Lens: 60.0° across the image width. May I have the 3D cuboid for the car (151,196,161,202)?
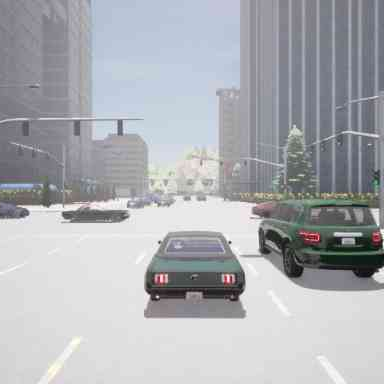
[{"bbox_3d":[-8.159,1.549,76.183,1.994,1.385,4.181,0,0,-1],"label":"car"}]

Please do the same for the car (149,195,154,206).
[{"bbox_3d":[-7.931,1.564,55.468,1.994,1.385,4.181,0,0,-1],"label":"car"}]

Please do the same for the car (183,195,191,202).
[{"bbox_3d":[-1.192,1.500,78.461,1.837,1.490,4.892,0,0,-1],"label":"car"}]

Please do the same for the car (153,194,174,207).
[{"bbox_3d":[-4.386,1.491,52.220,2.128,1.511,4.902,0,0,-1],"label":"car"}]

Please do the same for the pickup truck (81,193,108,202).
[{"bbox_3d":[-21.238,1.059,73.302,2.390,2.098,6.274,0,0,30],"label":"pickup truck"}]

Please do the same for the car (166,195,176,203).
[{"bbox_3d":[-4.607,1.478,72.784,1.882,1.535,5.008,0,0,-1],"label":"car"}]

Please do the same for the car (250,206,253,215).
[{"bbox_3d":[7.354,1.525,28.317,4.674,1.442,1.812,0,0,-1],"label":"car"}]

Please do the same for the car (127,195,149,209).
[{"bbox_3d":[-7.864,1.491,46.557,2.128,1.511,4.902,0,0,1],"label":"car"}]

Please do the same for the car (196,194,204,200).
[{"bbox_3d":[2.148,1.386,89.013,1.882,1.535,5.008,0,0,-1],"label":"car"}]

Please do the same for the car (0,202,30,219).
[{"bbox_3d":[-16.069,1.564,28.116,4.181,1.385,1.994,0,0,0],"label":"car"}]

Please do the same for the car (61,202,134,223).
[{"bbox_3d":[-7.017,1.601,24.694,4.718,1.301,1.895,0,0,0],"label":"car"}]

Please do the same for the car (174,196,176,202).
[{"bbox_3d":[-4.511,1.491,62.475,2.128,1.511,4.902,0,0,0],"label":"car"}]

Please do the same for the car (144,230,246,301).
[{"bbox_3d":[0.066,1.601,8.267,1.895,1.301,4.718,0,0,0],"label":"car"}]

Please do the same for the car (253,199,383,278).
[{"bbox_3d":[3.576,1.221,10.299,2.150,2.045,5.566,0,0,0],"label":"car"}]

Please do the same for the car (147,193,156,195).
[{"bbox_3d":[-8.032,1.221,66.186,2.150,2.045,5.566,0,0,0],"label":"car"}]

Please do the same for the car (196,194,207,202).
[{"bbox_3d":[2.304,1.348,78.733,2.097,1.767,4.553,0,0,-1],"label":"car"}]
